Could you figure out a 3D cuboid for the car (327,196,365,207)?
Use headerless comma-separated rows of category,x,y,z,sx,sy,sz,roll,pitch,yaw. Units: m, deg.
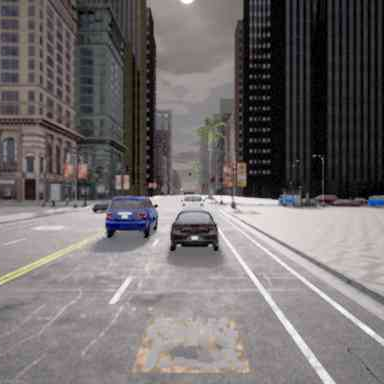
car,22.738,1.692,49.415,4.206,1.307,1.802,0,0,0

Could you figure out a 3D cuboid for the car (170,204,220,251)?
car,0.101,1.511,14.385,1.882,1.535,5.008,0,0,0

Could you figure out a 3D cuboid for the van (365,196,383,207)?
van,28.416,1.448,49.418,3.998,1.788,1.690,0,0,0

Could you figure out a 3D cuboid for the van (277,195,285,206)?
van,17.055,1.450,57.936,3.998,1.788,1.690,0,0,0

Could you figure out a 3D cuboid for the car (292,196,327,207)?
car,17.061,1.664,49.412,4.403,1.369,2.008,0,0,0

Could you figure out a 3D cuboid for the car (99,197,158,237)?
car,-3.154,1.262,18.297,2.150,2.045,5.566,0,0,0

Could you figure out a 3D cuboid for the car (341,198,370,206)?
car,28.410,1.684,57.943,4.206,1.307,1.802,0,0,0

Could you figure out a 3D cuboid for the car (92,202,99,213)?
car,-9.796,1.634,37.924,2.033,1.411,5.357,0,0,0

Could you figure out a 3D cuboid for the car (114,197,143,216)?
car,-6.572,1.430,34.790,2.097,1.767,4.553,0,0,0

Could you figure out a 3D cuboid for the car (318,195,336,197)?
car,22.732,1.420,57.939,5.009,1.841,2.192,0,0,0

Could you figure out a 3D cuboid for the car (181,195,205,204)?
car,0.093,1.294,31.774,2.150,2.045,5.566,0,0,0
